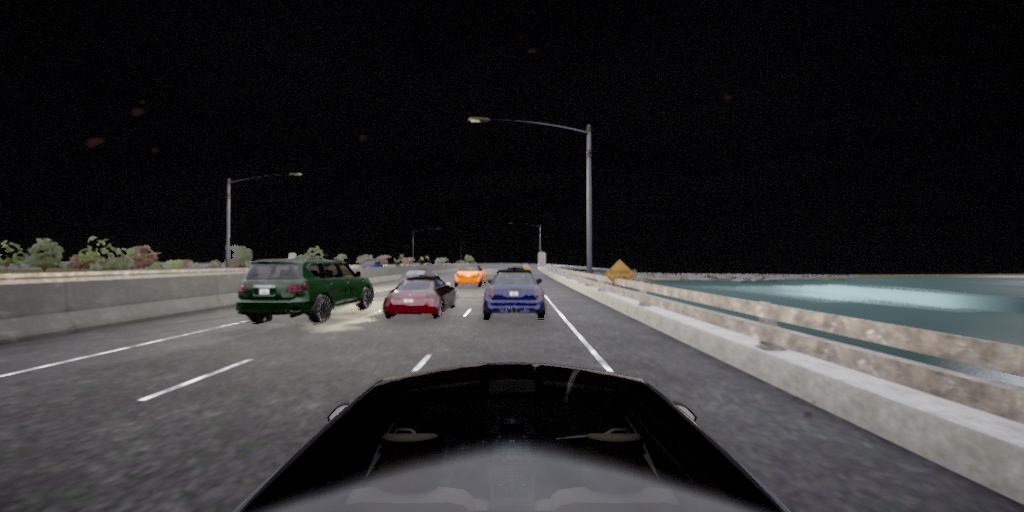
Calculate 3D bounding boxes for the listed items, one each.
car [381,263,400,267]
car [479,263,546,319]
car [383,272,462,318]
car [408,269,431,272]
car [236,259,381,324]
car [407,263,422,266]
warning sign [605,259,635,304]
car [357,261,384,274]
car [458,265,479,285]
[{"bbox_3d":[-20.004,2.110,59.829,1.837,1.490,4.892,0,-1,3],"label":"car"},{"bbox_3d":[0.101,1.269,13.715,2.097,1.767,4.553,0,-1,1],"label":"car"},{"bbox_3d":[-3.397,1.485,13.906,1.994,1.385,4.181,0,-1,1],"label":"car"},{"bbox_3d":[-6.772,1.651,26.607,2.033,1.411,5.357,0,-1,1],"label":"car"},{"bbox_3d":[-6.919,1.126,12.754,2.150,2.045,5.566,0,-1,1],"label":"car"},{"bbox_3d":[-16.473,1.969,60.563,2.097,1.767,4.553,0,-1,3],"label":"car"},{"bbox_3d":[4.615,1.055,15.270,1.300,1.860,1.060,0,0,1],"label":"warning sign"},{"bbox_3d":[-23.492,1.829,59.921,2.150,2.045,5.566,0,-1,3],"label":"car"},{"bbox_3d":[-3.214,1.485,28.671,2.097,1.767,4.553,0,-1,1],"label":"car"}]
